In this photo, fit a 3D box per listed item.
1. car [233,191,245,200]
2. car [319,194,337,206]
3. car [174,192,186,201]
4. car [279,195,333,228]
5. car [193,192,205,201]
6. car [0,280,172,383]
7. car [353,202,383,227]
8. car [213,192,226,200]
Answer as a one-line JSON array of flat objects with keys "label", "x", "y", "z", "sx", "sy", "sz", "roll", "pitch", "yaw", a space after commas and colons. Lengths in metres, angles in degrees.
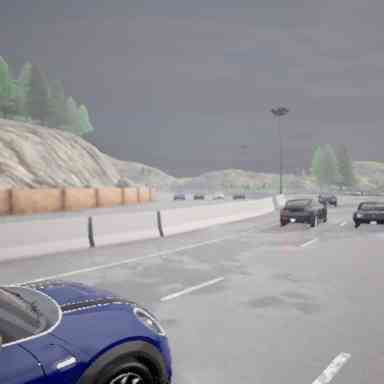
[{"label": "car", "x": 8.157, "y": 0.581, "z": 57.554, "sx": 1.882, "sy": 1.535, "sz": 5.008, "roll": -1, "pitch": 0, "yaw": 4}, {"label": "car", "x": 14.808, "y": 0.850, "z": 36.723, "sx": 1.895, "sy": 1.301, "sz": 4.718, "roll": -1, "pitch": 1, "yaw": 19}, {"label": "car", "x": -2.195, "y": 0.768, "z": 59.578, "sx": 1.882, "sy": 1.535, "sz": 5.008, "roll": -1, "pitch": 1, "yaw": 2}, {"label": "car", "x": 6.504, "y": 1.137, "z": 19.156, "sx": 1.837, "sy": 1.490, "sz": 4.892, "roll": 0, "pitch": 1, "yaw": 33}, {"label": "car", "x": 1.294, "y": 0.693, "z": 59.352, "sx": 1.882, "sy": 1.535, "sz": 5.008, "roll": -1, "pitch": 1, "yaw": 2}, {"label": "car", "x": -2.333, "y": 1.364, "z": 2.630, "sx": 4.553, "sy": 1.767, "sz": 2.097, "roll": -2, "pitch": 1, "yaw": -44}, {"label": "car", "x": 10.093, "y": 1.178, "z": 18.243, "sx": 1.895, "sy": 1.301, "sz": 4.718, "roll": -1, "pitch": 1, "yaw": 32}, {"label": "car", "x": 4.750, "y": 0.678, "z": 58.698, "sx": 1.812, "sy": 1.442, "sz": 4.674, "roll": -1, "pitch": 1, "yaw": 3}]
